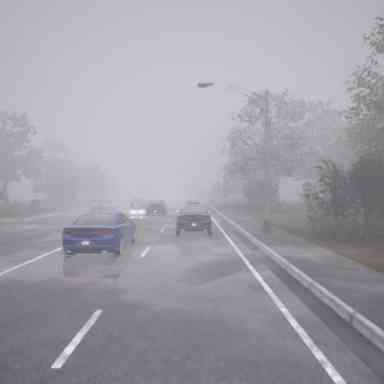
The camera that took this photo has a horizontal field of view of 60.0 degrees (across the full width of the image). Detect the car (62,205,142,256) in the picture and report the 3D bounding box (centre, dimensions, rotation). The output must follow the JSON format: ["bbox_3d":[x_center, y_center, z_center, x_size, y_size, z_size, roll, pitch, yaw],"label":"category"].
[{"bbox_3d":[-3.408,1.480,13.111,1.882,1.535,5.008,0,0,0],"label":"car"}]

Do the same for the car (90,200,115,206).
[{"bbox_3d":[-10.582,1.608,39.651,1.895,1.301,4.718,0,0,0],"label":"car"}]

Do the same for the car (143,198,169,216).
[{"bbox_3d":[-3.391,1.510,32.951,1.837,1.490,4.892,0,0,0],"label":"car"}]

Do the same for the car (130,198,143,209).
[{"bbox_3d":[-7.070,1.500,44.440,2.128,1.511,4.902,0,0,0],"label":"car"}]

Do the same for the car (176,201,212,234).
[{"bbox_3d":[0.103,1.481,19.074,1.882,1.535,5.008,0,0,0],"label":"car"}]

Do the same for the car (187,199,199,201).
[{"bbox_3d":[0.109,1.498,37.144,2.128,1.511,4.902,0,0,0],"label":"car"}]
